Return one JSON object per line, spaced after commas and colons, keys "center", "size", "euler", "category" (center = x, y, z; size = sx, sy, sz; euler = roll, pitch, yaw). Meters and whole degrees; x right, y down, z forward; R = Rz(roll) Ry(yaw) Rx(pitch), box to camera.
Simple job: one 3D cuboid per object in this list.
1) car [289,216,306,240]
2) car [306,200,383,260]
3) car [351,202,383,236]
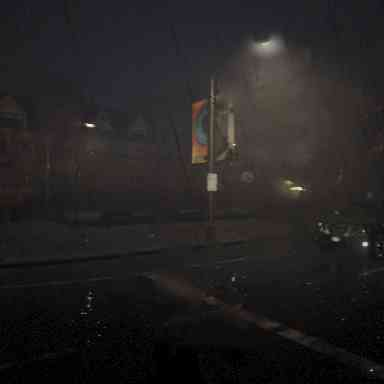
{"center": [6.937, 1.630, 16.681], "size": [5.008, 1.535, 2.097], "euler": [1, 0, -36], "category": "car"}
{"center": [7.350, 1.357, 13.493], "size": [5.566, 2.045, 2.150], "euler": [1, 0, -36], "category": "car"}
{"center": [12.087, 1.568, 20.527], "size": [4.553, 1.767, 2.185], "euler": [1, 0, -36], "category": "car"}
